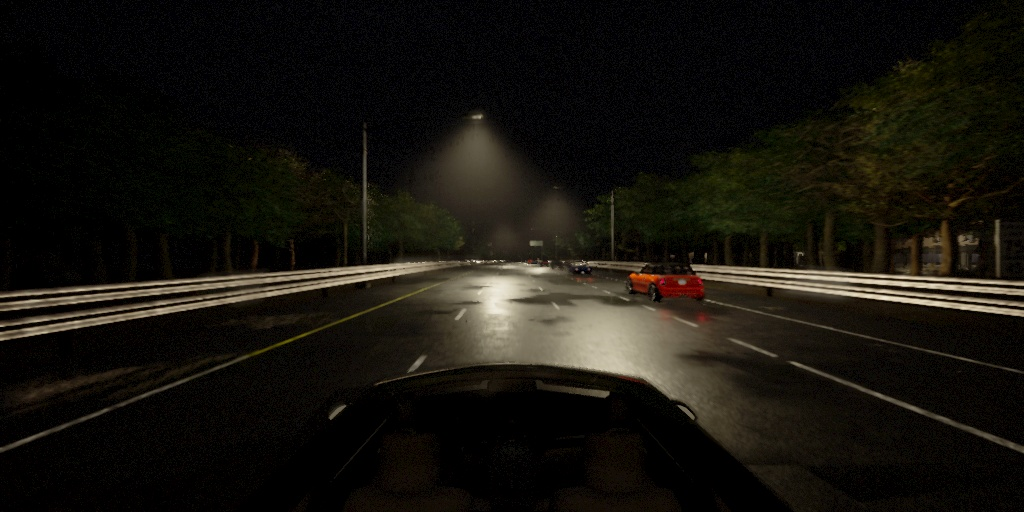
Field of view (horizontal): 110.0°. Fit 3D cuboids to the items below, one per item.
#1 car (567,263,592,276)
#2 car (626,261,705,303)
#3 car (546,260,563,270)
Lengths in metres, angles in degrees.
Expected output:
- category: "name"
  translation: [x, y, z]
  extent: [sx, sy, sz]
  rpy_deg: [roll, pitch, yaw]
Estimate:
- category: "car"
  translation: [7.049, 1.384, 37.893]
  extent: [1.895, 1.301, 4.718]
  rpy_deg: [0, 0, 0]
- category: "car"
  translation: [7.008, 1.101, 16.885]
  extent: [2.097, 1.767, 4.553]
  rpy_deg: [0, 0, 0]
- category: "car"
  translation: [7.139, 1.431, 58.229]
  extent: [1.837, 1.490, 4.892]
  rpy_deg: [0, -1, 0]
